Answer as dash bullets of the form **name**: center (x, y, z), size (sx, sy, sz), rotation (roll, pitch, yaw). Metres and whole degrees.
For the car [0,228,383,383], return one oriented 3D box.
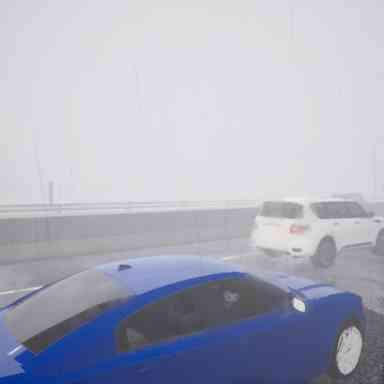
- **car**: center (0.015, 1.466, 3.749), size (5.008, 1.535, 1.882), rotation (0, 0, -35)

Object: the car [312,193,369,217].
- **car**: center (13.775, 1.098, 30.701), size (5.566, 2.045, 2.150), rotation (0, 0, -34)

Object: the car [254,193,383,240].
- **car**: center (4.512, 1.175, 11.220), size (5.566, 2.045, 2.150), rotation (0, 0, -35)

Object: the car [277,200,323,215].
- **car**: center (10.689, 1.480, 32.822), size (4.718, 1.301, 1.895), rotation (0, 0, -34)

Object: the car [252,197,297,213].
- **car**: center (8.942, 1.354, 35.865), size (5.008, 1.535, 1.882), rotation (0, 0, -34)
